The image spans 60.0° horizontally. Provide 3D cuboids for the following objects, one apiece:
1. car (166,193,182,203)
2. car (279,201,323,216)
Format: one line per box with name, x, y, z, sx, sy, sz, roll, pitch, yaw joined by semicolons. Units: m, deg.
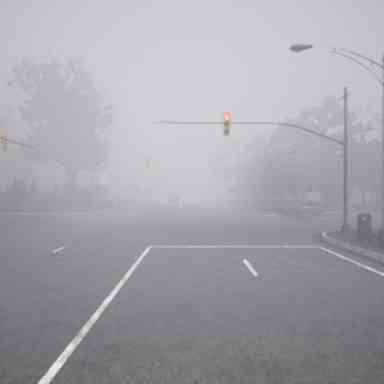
car;-3.715;1.276;68.823;2.150;2.045;5.566;0;0;-1
car;10.747;1.617;32.923;4.181;1.385;1.994;0;0;-3
